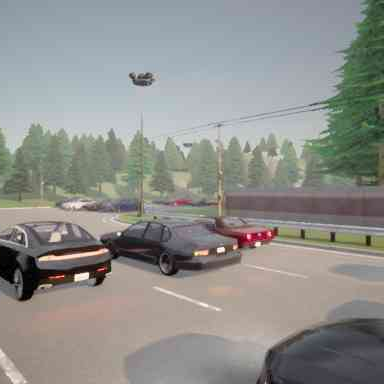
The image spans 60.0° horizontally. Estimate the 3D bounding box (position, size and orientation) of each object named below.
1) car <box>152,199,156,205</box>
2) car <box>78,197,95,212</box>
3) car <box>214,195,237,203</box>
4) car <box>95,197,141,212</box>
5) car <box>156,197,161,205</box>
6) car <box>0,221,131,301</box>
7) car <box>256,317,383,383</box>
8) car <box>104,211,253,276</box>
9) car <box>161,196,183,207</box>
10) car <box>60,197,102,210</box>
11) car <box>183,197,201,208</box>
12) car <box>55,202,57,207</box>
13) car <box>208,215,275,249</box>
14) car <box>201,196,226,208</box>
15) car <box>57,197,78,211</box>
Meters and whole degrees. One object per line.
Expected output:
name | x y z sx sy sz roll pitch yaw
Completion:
car | -4.739 1.505 57.731 4.892 1.490 1.837 1 0 -43
car | -9.976 1.547 38.642 5.357 1.411 2.033 0 0 -43
car | 6.925 1.500 68.361 4.892 1.490 1.837 0 0 -42
car | -7.635 1.350 36.041 4.553 1.767 2.097 0 0 -43
car | -3.014 1.505 54.567 4.892 1.490 1.837 0 0 -43
car | -3.857 1.491 8.461 2.128 1.511 4.902 0 0 -43
car | 2.589 1.505 1.682 1.837 1.490 4.892 0 0 -43
car | -0.954 1.547 10.468 2.033 1.411 5.357 0 0 -43
car | -1.831 1.477 50.903 5.008 1.535 1.882 0 0 -43
car | -14.610 1.492 43.894 4.902 1.511 2.128 0 0 -43
car | 1.644 1.546 49.347 5.357 1.411 2.033 0 0 -43
car | -16.603 1.476 46.815 5.008 1.535 1.882 1 0 -43
car | 0.880 1.601 13.653 1.895 1.301 4.718 0 0 -43
car | 4.054 1.477 46.804 5.008 1.535 1.882 0 0 -43
car | -13.390 1.525 40.260 4.674 1.442 1.812 0 0 -43
